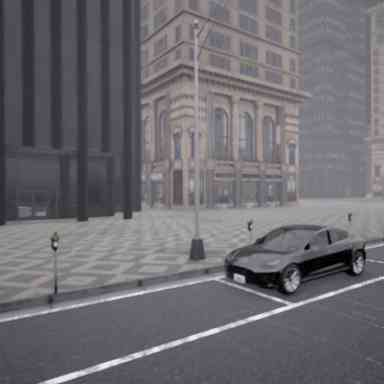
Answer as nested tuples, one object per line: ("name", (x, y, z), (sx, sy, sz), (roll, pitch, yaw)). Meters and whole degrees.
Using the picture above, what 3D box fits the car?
("car", (2.831, 1.545, 8.670), (4.313, 1.339, 1.947), (0, 0, -35))
